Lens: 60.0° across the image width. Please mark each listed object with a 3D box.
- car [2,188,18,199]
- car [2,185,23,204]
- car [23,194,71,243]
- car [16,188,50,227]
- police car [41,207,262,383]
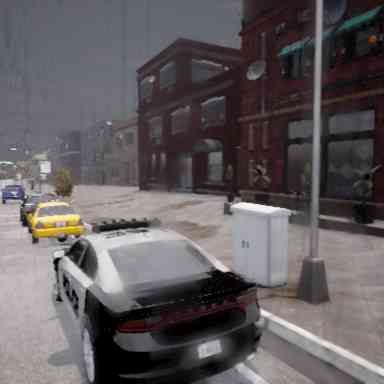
[{"bbox_3d":[-26.821,0.170,48.988,1.812,1.442,4.674,-3,3,-29],"label":"car"},{"bbox_3d":[-20.130,0.197,37.645,2.150,2.045,5.566,-3,3,-29],"label":"car"},{"bbox_3d":[-5.977,1.096,14.268,1.801,1.575,5.366,-3,3,-29],"label":"car"},{"bbox_3d":[-8.784,0.857,19.321,2.097,1.767,4.553,-3,3,-29],"label":"car"},{"bbox_3d":[-1.091,1.258,5.448,1.930,1.638,5.238,-3,2,-29],"label":"police car"}]
